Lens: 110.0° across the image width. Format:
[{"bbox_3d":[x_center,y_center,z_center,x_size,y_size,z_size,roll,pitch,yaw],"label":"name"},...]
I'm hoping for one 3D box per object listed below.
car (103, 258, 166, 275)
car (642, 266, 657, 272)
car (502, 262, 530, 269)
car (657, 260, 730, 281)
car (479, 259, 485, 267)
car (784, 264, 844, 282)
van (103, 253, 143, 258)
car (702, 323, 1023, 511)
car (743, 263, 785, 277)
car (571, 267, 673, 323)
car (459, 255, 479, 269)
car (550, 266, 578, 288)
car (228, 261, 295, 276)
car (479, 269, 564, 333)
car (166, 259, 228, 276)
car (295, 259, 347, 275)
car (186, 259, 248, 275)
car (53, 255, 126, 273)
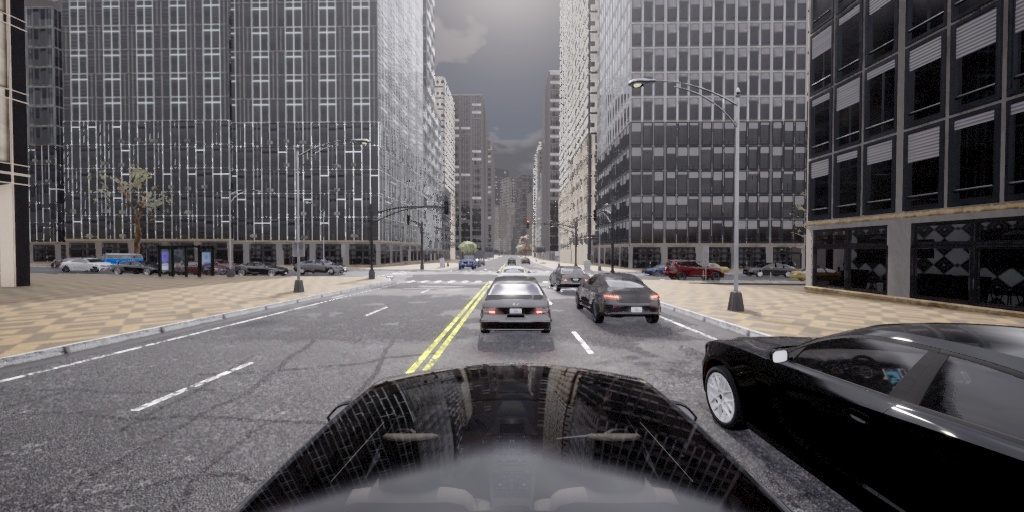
[{"bbox_3d":[-34.116,1.067,32.960,4.313,1.339,1.948,0,0,1],"label":"car"},{"bbox_3d":[16.593,1.409,37.930,5.357,1.411,2.033,1,1,1],"label":"car"},{"bbox_3d":[0.089,1.265,20.243,1.812,1.442,4.674,0,0,0],"label":"car"},{"bbox_3d":[16.174,1.267,32.159,5.009,1.841,2.192,0,0,1],"label":"car"},{"bbox_3d":[-6.604,1.190,63.801,2.128,1.511,4.902,0,0,0],"label":"car"},{"bbox_3d":[27.623,1.577,31.970,4.829,1.417,1.751,0,0,1],"label":"car"},{"bbox_3d":[-45.313,0.603,41.613,3.998,1.789,1.690,0,0,1],"label":"van"},{"bbox_3d":[3.344,1.227,2.575,1.882,1.535,5.008,0,0,0],"label":"car"},{"bbox_3d":[27.017,1.458,37.757,4.892,1.490,1.837,1,1,1],"label":"car"},{"bbox_3d":[3.345,1.271,11.922,1.812,1.442,4.674,0,0,0],"label":"car"},{"bbox_3d":[-6.631,0.932,53.883,2.150,2.045,5.566,0,0,0],"label":"car"},{"bbox_3d":[3.340,1.286,21.333,2.033,1.411,5.357,0,0,0],"label":"car"},{"bbox_3d":[-22.751,1.172,32.661,4.313,1.339,1.948,0,0,1],"label":"car"},{"bbox_3d":[0.096,1.293,10.652,2.033,1.411,5.357,0,0,0],"label":"car"},{"bbox_3d":[-28.435,1.136,32.791,4.207,1.307,1.802,0,0,1],"label":"car"},{"bbox_3d":[-18.821,1.089,35.290,4.902,1.511,2.128,1,1,1],"label":"car"},{"bbox_3d":[-29.108,1.030,35.493,4.674,1.442,1.812,1,1,1],"label":"car"},{"bbox_3d":[-42.100,0.911,35.768,4.674,1.442,1.812,1,1,1],"label":"car"}]
